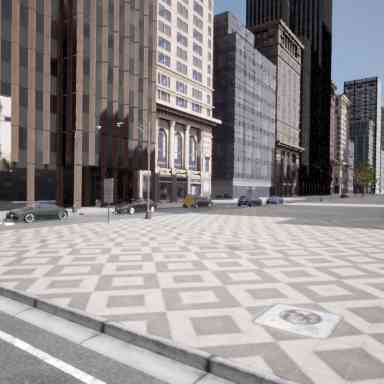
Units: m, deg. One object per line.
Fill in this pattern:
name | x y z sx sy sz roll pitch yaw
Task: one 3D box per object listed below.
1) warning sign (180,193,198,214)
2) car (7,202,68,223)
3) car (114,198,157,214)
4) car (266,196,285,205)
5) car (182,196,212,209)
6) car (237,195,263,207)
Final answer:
warning sign | -0.265 1.077 30.688 1.300 1.860 1.060 1 1 35
car | -11.471 1.471 24.932 1.994 1.385 4.181 1 1 35
car | -5.555 1.372 33.284 1.837 1.490 4.892 1 1 35
car | 13.943 1.363 55.474 1.994 1.385 4.181 1 1 35
car | 0.731 1.329 42.150 1.837 1.490 4.892 1 1 36
car | 8.342 1.194 47.469 2.097 1.767 4.553 1 1 36
